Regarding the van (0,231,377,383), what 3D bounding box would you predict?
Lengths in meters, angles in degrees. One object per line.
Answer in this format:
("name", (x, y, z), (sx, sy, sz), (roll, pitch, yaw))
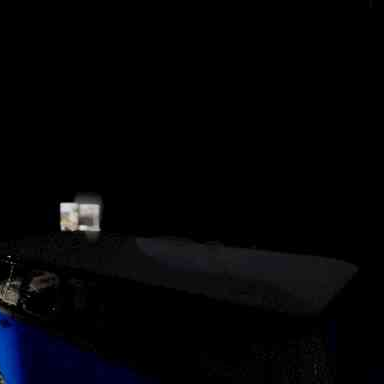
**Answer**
("van", (-0.483, 1.345, 3.067), (3.998, 1.788, 1.690), (0, 0, 36))
